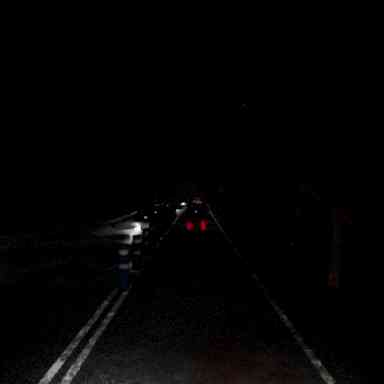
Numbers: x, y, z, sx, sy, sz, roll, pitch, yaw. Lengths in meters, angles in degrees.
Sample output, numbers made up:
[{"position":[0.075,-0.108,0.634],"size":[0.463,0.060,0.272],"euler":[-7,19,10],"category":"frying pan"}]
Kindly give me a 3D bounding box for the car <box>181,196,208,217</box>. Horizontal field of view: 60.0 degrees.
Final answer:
[{"position":[0.393,1.410,30.457],"size":[2.128,1.511,4.902],"euler":[0,0,1],"category":"car"}]

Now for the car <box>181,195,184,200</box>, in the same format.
[{"position":[-2.249,1.258,62.047],"size":[1.812,1.442,4.674],"euler":[0,0,2],"category":"car"}]

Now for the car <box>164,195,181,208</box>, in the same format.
[{"position":[-2.805,1.356,42.107],"size":[1.837,1.490,4.892],"euler":[0,1,2],"category":"car"}]

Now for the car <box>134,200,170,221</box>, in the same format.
[{"position":[-3.228,1.537,26.525],"size":[1.895,1.301,4.718],"euler":[0,0,4],"category":"car"}]

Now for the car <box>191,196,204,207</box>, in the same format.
[{"position":[0.820,1.337,49.810],"size":[1.812,1.442,4.674],"euler":[0,0,1],"category":"car"}]
